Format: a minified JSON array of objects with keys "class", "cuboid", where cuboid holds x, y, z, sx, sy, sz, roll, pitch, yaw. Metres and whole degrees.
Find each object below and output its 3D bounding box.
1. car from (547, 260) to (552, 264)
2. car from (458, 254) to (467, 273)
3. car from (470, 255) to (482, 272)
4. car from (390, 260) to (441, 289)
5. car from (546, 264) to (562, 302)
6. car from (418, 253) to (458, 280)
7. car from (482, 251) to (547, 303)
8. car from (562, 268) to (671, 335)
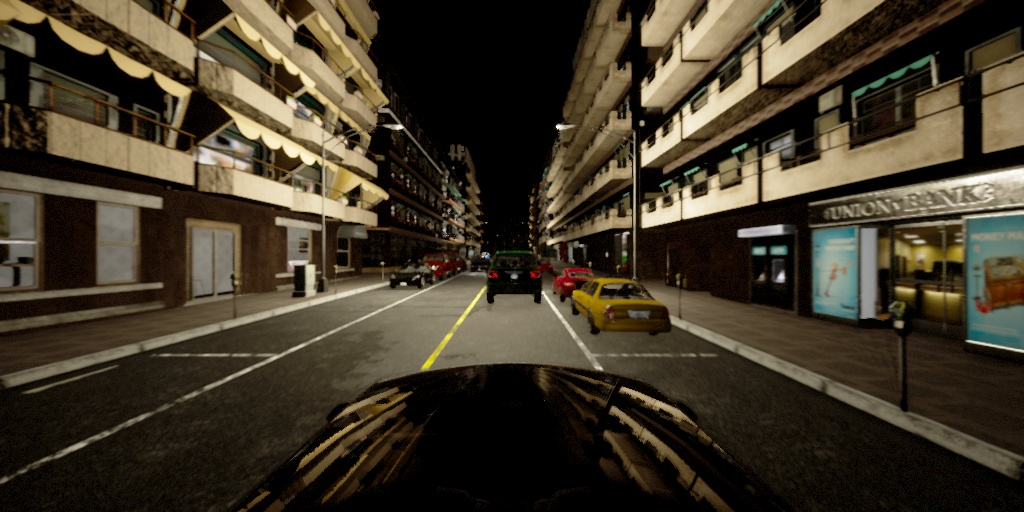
[{"class":"car","cuboid":[2.694,0.943,32.059,1.802,1.307,4.207,0,0,0]},{"class":"car","cuboid":[-5.687,0.675,32.100,2.192,1.841,5.009,0,0,0]},{"class":"car","cuboid":[-3.066,0.851,36.509,2.033,1.411,5.357,0,1,0]},{"class":"car","cuboid":[-5.688,1.069,20.959,1.948,1.339,4.313,0,0,0]},{"class":"car","cuboid":[2.692,1.157,15.347,1.802,1.307,4.207,0,0,0]},{"class":"car","cuboid":[-5.687,0.747,26.529,2.192,1.841,5.009,0,0,0]},{"class":"car","cuboid":[0.089,0.794,15.631,2.150,2.045,5.566,0,1,0]},{"class":"car","cuboid":[2.691,1.172,9.946,1.751,1.417,4.829,0,0,0]}]
